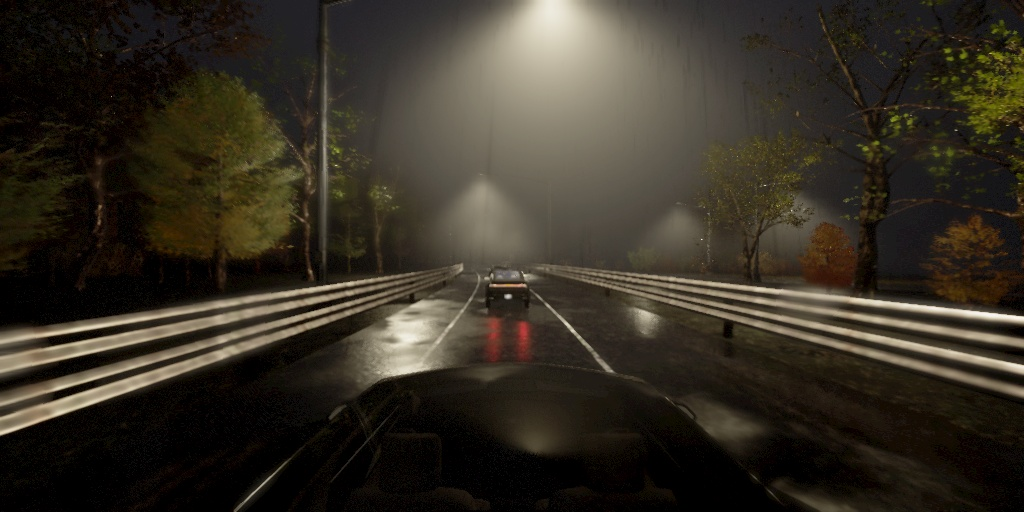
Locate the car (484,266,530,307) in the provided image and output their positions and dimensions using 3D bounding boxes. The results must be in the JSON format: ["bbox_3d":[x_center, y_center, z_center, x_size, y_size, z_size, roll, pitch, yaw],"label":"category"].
[{"bbox_3d":[-0.238,1.376,16.257,2.128,1.511,4.902,0,0,-2],"label":"car"}]
